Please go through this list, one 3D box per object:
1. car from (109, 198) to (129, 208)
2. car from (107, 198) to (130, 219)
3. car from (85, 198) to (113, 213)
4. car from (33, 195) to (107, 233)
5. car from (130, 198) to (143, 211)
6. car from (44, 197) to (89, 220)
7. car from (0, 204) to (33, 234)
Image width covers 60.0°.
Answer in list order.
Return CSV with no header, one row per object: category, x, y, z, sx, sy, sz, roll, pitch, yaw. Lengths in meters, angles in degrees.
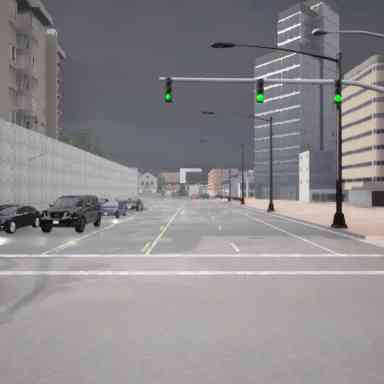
car,-10.564,1.601,48.423,1.895,1.301,4.718,0,0,0
car,-7.104,1.526,29.748,1.812,1.442,4.674,0,0,0
car,-10.600,1.505,38.363,1.837,1.490,4.892,0,0,0
car,-7.100,1.221,20.108,2.150,2.045,5.566,0,0,0
car,-7.097,1.491,40.091,2.128,1.511,4.902,0,0,0
car,-10.605,1.352,28.545,2.097,1.767,4.553,0,0,0
car,-10.603,1.505,19.477,1.837,1.490,4.892,0,0,0
